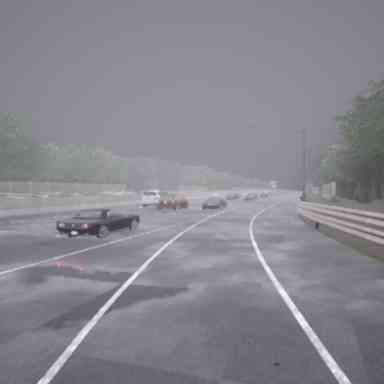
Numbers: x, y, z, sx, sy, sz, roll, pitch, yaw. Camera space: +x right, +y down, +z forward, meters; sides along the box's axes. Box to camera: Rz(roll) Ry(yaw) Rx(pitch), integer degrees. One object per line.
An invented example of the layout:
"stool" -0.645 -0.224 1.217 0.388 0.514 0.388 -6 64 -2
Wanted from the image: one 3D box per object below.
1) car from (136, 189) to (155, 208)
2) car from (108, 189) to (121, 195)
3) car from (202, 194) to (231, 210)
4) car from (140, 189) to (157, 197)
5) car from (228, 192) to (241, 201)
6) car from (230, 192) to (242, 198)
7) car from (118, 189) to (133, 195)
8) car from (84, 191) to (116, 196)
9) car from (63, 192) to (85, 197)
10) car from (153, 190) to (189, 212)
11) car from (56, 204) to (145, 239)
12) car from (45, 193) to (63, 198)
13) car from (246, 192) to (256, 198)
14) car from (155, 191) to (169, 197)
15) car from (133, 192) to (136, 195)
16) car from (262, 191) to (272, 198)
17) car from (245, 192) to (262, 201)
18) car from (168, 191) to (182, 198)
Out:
"car" -4.019 0.814 39.437 2.150 2.045 5.566 1 1 19
"car" -16.130 0.361 68.734 2.150 2.045 5.566 1 1 19
"car" 2.578 1.230 37.107 1.994 1.385 4.181 1 1 19
"car" -10.920 0.186 83.843 2.150 2.045 5.566 1 1 19
"car" 7.775 0.857 62.918 2.128 1.511 4.902 1 1 19
"car" 11.012 0.683 83.041 2.033 1.411 5.357 1 1 19
"car" -12.620 0.690 68.186 1.812 1.442 4.674 1 1 19
"car" -14.412 0.921 52.398 1.994 1.385 4.181 1 1 19
"car" -17.774 0.815 53.369 2.128 1.511 4.902 1 1 19
"car" -1.916 1.018 34.803 2.097 1.767 4.553 1 1 19
"car" -4.450 1.484 16.728 1.895 1.301 4.718 1 1 19
"car" -21.277 0.842 53.894 2.033 1.411 5.357 1 1 20
"car" 14.973 0.688 83.794 1.812 1.442 4.674 1 1 19
"car" -7.498 0.565 83.043 1.994 1.385 4.181 1 1 19
"car" -9.252 0.721 67.223 2.128 1.511 4.902 1 1 19
"car" 17.629 0.739 80.759 1.812 1.442 4.674 1 1 19
"car" 11.082 0.949 61.770 2.033 1.411 5.357 1 1 19
"car" -4.130 0.548 82.073 1.837 1.490 4.892 1 1 19
